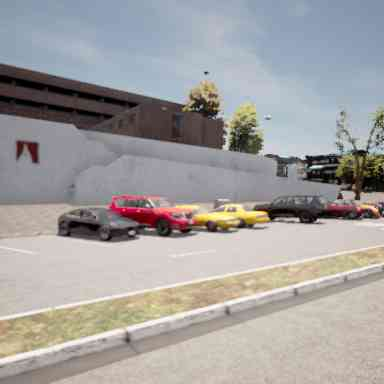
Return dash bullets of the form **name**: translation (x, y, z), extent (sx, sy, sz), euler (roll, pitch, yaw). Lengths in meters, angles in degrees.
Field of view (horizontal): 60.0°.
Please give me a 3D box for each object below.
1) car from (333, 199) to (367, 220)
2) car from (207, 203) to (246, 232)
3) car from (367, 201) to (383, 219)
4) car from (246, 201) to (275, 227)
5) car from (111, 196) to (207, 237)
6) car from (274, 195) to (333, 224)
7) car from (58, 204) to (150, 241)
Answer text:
- **car**: translation (12.357, 1.452, 28.973), extent (4.553, 1.767, 2.185), euler (-1, -1, 35)
- **car**: translation (0.265, 1.503, 20.190), extent (5.366, 1.575, 1.946), euler (-1, -1, 35)
- **car**: translation (14.753, 1.475, 30.756), extent (4.553, 1.767, 2.185), euler (-1, -1, 35)
- **car**: translation (2.399, 1.518, 22.135), extent (5.366, 1.575, 1.946), euler (-1, -1, 35)
- **car**: translation (-2.310, 1.251, 18.546), extent (5.566, 2.045, 2.435), euler (-1, -1, 35)
- **car**: translation (7.415, 1.292, 25.525), extent (5.566, 2.045, 2.435), euler (-1, -1, 35)
- **car**: translation (-4.754, 1.527, 16.799), extent (4.792, 1.488, 2.163), euler (-1, -1, 35)
